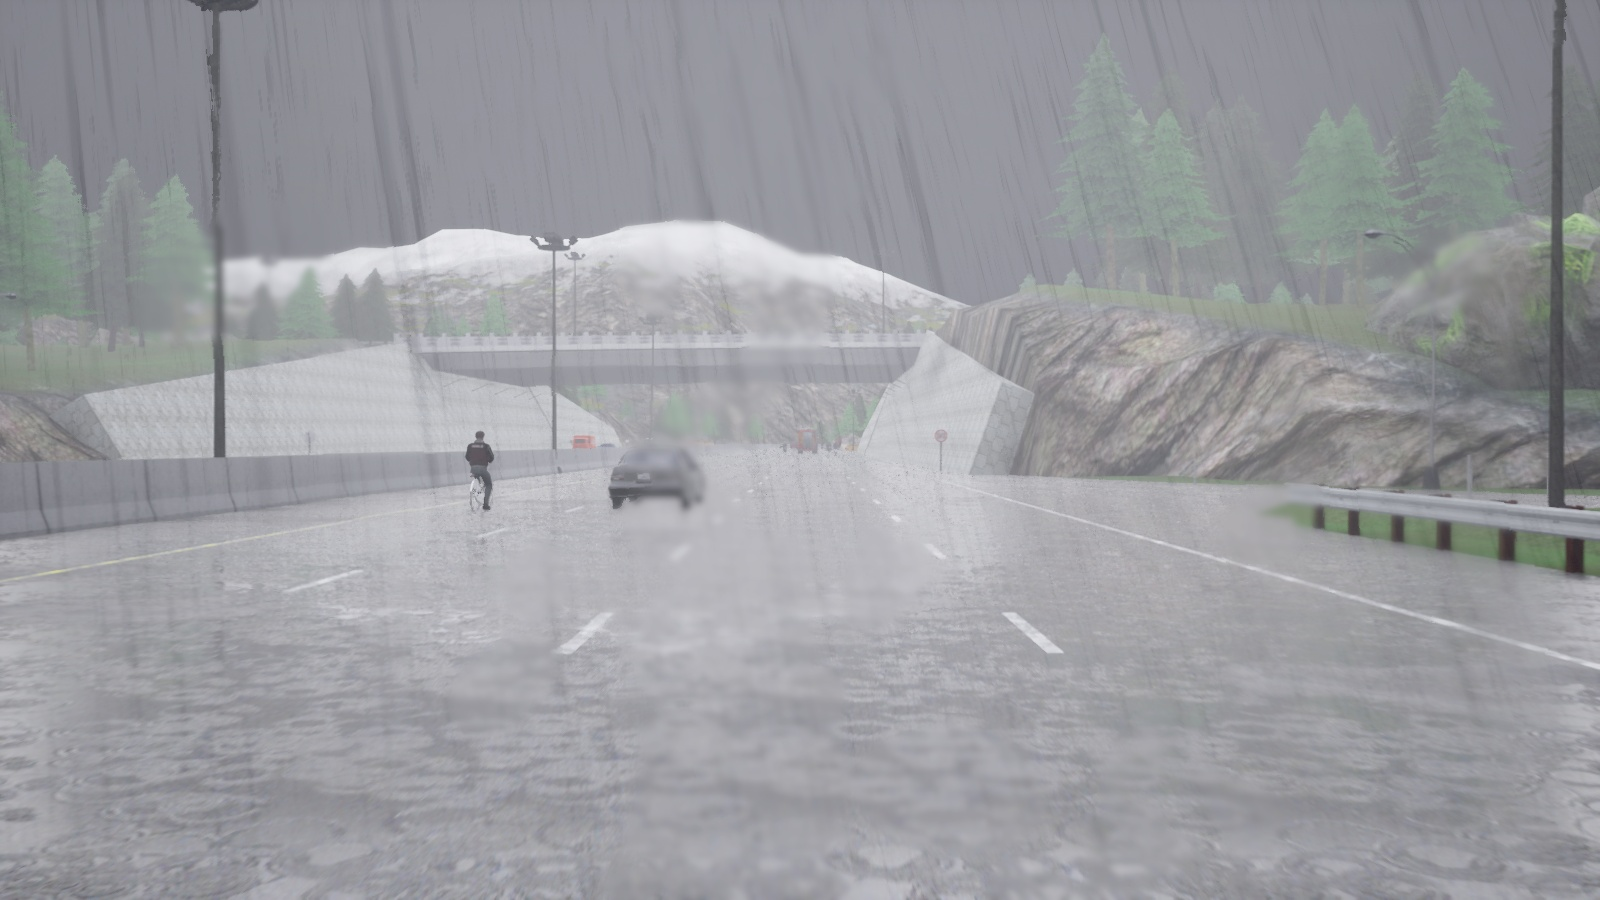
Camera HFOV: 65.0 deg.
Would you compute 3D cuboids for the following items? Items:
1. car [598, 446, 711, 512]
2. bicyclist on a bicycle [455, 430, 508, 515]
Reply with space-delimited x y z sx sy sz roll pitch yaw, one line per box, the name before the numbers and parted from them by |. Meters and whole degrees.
car | -3.316 0.624 29.722 2.033 1.411 5.357 0 0 0
bicyclist on a bicycle | -6.831 0.459 27.011 0.659 1.776 1.843 0 1 0
